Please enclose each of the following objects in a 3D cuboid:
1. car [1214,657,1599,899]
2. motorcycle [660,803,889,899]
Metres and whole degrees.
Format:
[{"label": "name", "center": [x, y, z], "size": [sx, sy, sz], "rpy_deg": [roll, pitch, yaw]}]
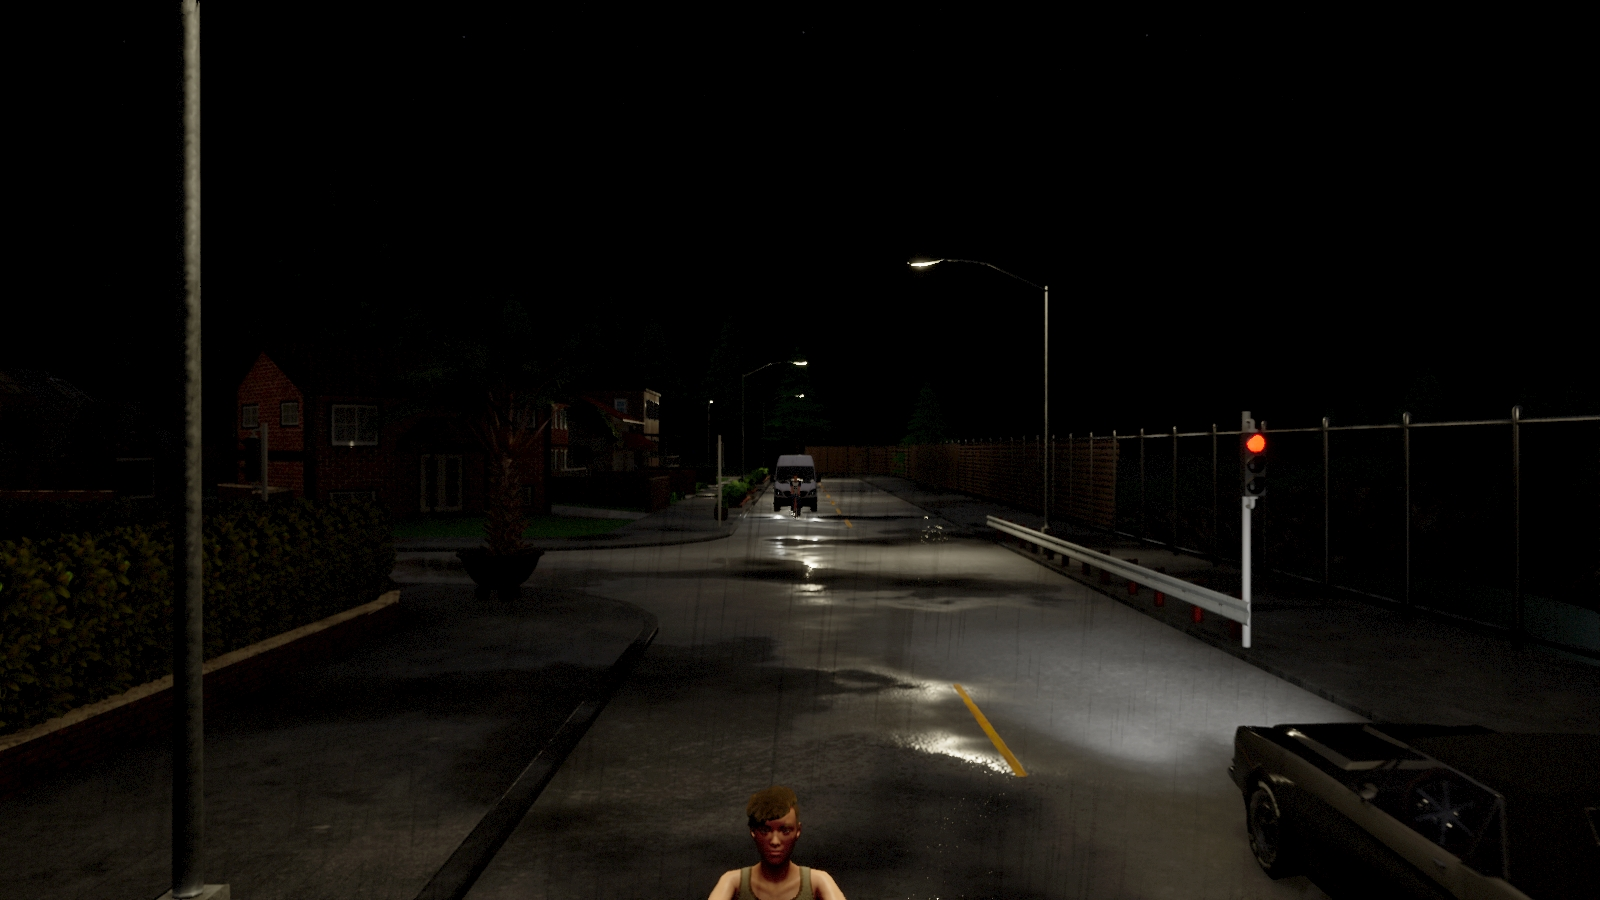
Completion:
[{"label": "car", "center": [3.958, 2.152, 5.932], "size": [1.895, 1.301, 4.718], "rpy_deg": [0, 0, 0]}, {"label": "motorcycle", "center": [-0.084, 2.153, 3.664], "size": [0.764, 1.307, 2.356], "rpy_deg": [0, 0, -1]}]
